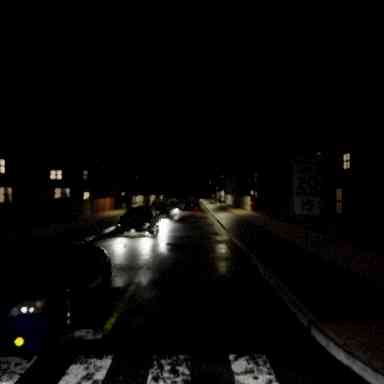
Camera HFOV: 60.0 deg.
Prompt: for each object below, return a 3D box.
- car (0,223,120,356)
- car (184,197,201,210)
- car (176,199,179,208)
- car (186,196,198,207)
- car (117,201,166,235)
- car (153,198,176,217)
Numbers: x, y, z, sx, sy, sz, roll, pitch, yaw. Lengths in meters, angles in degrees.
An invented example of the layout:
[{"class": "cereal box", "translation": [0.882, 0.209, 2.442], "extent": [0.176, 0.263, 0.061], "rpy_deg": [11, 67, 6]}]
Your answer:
[{"class": "car", "translation": [-2.847, 1.533, 6.087], "extent": [1.994, 1.385, 4.181], "rpy_deg": [0, 0, 0]}, {"class": "car", "translation": [0.014, 1.366, 40.830], "extent": [1.882, 1.535, 5.008], "rpy_deg": [0, 0, 0]}, {"class": "car", "translation": [-2.732, 1.537, 45.387], "extent": [1.895, 1.301, 4.718], "rpy_deg": [0, 0, 0]}, {"class": "car", "translation": [0.021, 1.423, 51.337], "extent": [1.812, 1.442, 4.674], "rpy_deg": [0, 0, 0]}, {"class": "car", "translation": [-2.844, 1.475, 18.647], "extent": [2.033, 1.411, 5.357], "rpy_deg": [0, 0, 0]}, {"class": "car", "translation": [-2.830, 1.397, 29.517], "extent": [2.128, 1.511, 4.902], "rpy_deg": [0, 0, 0]}]
